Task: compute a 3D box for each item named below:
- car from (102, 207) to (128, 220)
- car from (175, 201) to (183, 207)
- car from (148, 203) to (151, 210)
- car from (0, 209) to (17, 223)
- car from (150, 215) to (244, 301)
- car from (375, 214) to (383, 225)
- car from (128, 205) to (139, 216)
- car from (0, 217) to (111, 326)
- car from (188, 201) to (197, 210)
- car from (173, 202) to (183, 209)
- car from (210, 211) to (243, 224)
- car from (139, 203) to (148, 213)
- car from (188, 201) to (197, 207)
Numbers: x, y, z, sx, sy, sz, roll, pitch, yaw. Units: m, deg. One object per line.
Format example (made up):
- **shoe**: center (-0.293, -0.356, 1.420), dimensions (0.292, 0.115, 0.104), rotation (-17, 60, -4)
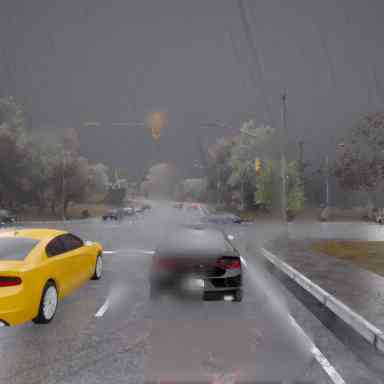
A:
- **car**: center (-10.507, 3.000, 44.739), dimensions (2.033, 1.411, 5.357), rotation (0, -2, 1)
- **car**: center (-3.417, 3.163, 86.728), dimensions (1.994, 1.385, 4.181), rotation (0, 0, -3)
- **car**: center (-10.325, 3.227, 75.295), dimensions (2.033, 1.411, 5.357), rotation (0, 0, 0)
- **car**: center (-20.273, 2.509, 33.711), dimensions (4.892, 1.490, 1.837), rotation (0, -2, 10)
- **car**: center (0.104, 1.565, 8.515), dimensions (1.882, 1.535, 5.008), rotation (0, -1, 0)
- **car**: center (20.133, 2.438, 31.820), dimensions (4.902, 1.511, 2.128), rotation (0, -2, -3)
- **car**: center (-10.457, 3.209, 54.610), dimensions (1.812, 1.442, 4.674), rotation (0, -1, 0)
- **car**: center (-3.404, 1.542, 7.274), dimensions (1.882, 1.535, 5.008), rotation (0, -1, 0)
- **car**: center (0.179, 3.038, 76.147), dimensions (2.097, 1.767, 4.553), rotation (0, 0, 0)
- **car**: center (-3.322, 3.180, 76.660), dimensions (1.837, 1.490, 4.892), rotation (0, 0, 0)
- **car**: center (3.034, 2.581, 33.553), dimensions (4.181, 1.385, 1.994), rotation (-2, -3, 35)
- **car**: center (-10.391, 3.243, 64.715), dimensions (2.128, 1.511, 4.902), rotation (0, 0, 1)
- **car**: center (0.099, 3.158, 86.304), dimensions (2.033, 1.411, 5.357), rotation (0, 0, -3)
